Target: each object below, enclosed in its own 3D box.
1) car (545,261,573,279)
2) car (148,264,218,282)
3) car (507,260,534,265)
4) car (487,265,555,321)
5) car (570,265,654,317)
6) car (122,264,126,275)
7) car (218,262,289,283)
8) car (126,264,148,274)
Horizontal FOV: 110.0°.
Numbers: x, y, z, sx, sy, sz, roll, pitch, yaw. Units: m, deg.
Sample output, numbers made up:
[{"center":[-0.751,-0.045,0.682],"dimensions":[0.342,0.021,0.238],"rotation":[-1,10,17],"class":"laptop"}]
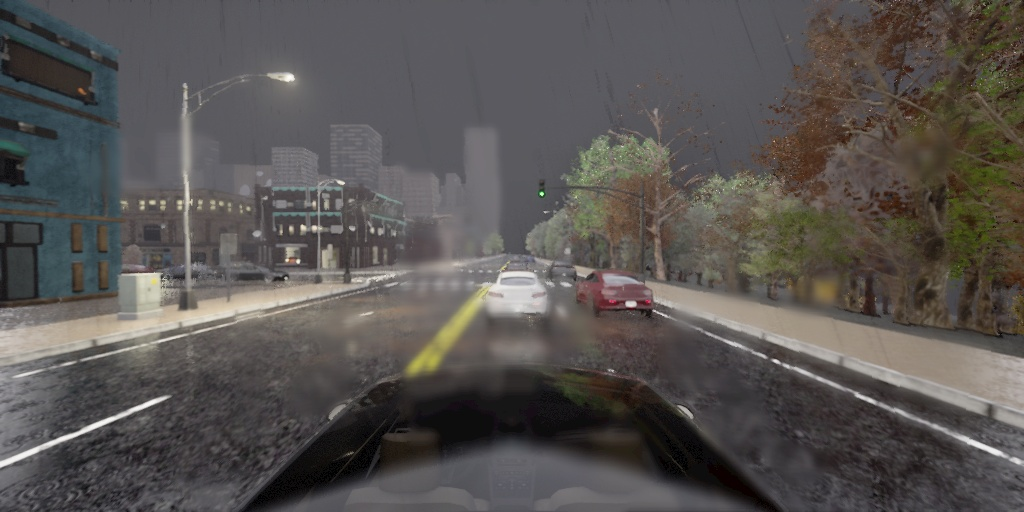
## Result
[{"center":[3.595,1.080,26.524],"dimensions":[2.128,1.511,4.902],"rotation":[0,1,1],"class":"car"},{"center":[-27.190,1.412,30.618],"dimensions":[5.357,1.411,2.033],"rotation":[-1,1,1],"class":"car"},{"center":[0.340,1.190,26.083],"dimensions":[1.895,1.301,4.718],"rotation":[0,0,1],"class":"car"},{"center":[0.203,1.208,11.934],"dimensions":[1.812,1.442,4.674],"rotation":[0,0,1],"class":"car"},{"center":[3.439,1.204,12.629],"dimensions":[1.812,1.442,4.674],"rotation":[0,0,0],"class":"car"},{"center":[-33.565,1.418,28.111],"dimensions":[4.097,1.591,1.967],"rotation":[0,0,1],"class":"car"},{"center":[-19.690,1.391,27.832],"dimensions":[4.313,1.339,1.948],"rotation":[0,0,1],"class":"car"},{"center":[-39.007,1.483,36.554],"dimensions":[4.207,1.307,1.802],"rotation":[0,0,1],"class":"car"}]
